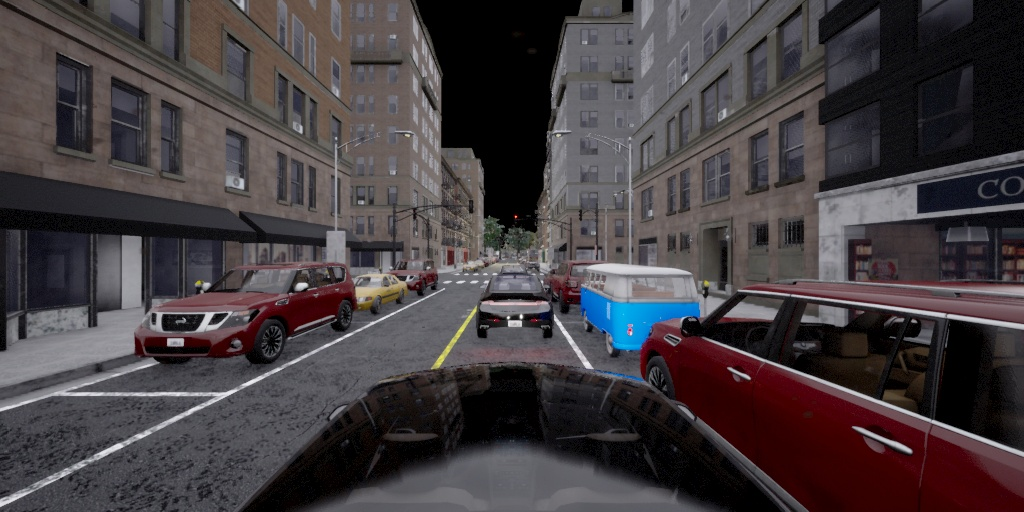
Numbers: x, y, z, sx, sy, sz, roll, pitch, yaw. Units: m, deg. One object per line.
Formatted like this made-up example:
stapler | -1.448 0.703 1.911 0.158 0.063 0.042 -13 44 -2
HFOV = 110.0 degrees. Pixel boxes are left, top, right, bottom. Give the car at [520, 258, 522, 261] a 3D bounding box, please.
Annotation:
car | 2.704 1.297 57.579 2.007 1.370 4.403 0 0 0

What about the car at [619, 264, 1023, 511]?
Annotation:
car | 2.638 1.065 2.570 2.192 1.841 5.009 0 0 0

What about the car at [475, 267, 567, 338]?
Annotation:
car | 0.083 1.241 10.124 2.128 1.511 4.902 0 0 0

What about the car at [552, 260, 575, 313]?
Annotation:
car | 2.652 1.064 13.928 2.192 1.841 5.009 0 0 0

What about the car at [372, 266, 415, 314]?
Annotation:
car | -5.386 1.275 13.768 1.751 1.417 4.829 0 0 0

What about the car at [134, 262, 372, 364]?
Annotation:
car | -5.391 1.064 8.261 2.192 1.841 5.009 0 0 0

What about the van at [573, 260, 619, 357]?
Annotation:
van | 2.645 1.091 8.249 1.690 1.789 3.998 0 0 0

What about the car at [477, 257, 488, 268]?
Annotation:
car | -5.346 1.272 57.418 1.751 1.417 4.829 0 0 0

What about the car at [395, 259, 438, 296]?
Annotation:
car | -5.380 1.063 19.617 2.192 1.841 5.009 0 0 0

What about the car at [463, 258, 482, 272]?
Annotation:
car | -5.363 1.272 46.455 1.751 1.417 4.829 0 0 0

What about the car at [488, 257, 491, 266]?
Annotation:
car | -5.337 1.061 63.070 2.192 1.841 5.009 0 0 0

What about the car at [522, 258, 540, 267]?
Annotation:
car | 2.691 1.297 46.615 2.007 1.370 4.403 0 0 0

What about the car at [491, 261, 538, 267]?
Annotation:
car | 0.091 1.240 20.175 2.128 1.511 4.902 0 0 -1
